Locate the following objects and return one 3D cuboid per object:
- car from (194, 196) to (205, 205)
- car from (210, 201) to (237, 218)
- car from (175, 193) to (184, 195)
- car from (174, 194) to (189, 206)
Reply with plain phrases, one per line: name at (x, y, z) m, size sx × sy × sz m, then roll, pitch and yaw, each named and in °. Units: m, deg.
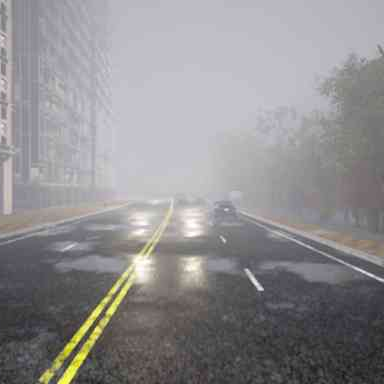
car at (1.311, 1.485, 59.719) m, size 1.812 × 1.442 × 4.674 m, roll 0°, pitch 0°, yaw -3°
car at (2.774, 1.495, 29.526) m, size 2.163 × 1.488 × 4.792 m, roll 0°, pitch 0°, yaw -2°
car at (-2.536, 1.161, 68.205) m, size 2.150 × 2.045 × 5.566 m, roll 0°, pitch 0°, yaw -4°
car at (-1.578, 1.519, 54.998) m, size 1.994 × 1.385 × 4.181 m, roll 0°, pitch 0°, yaw -3°
